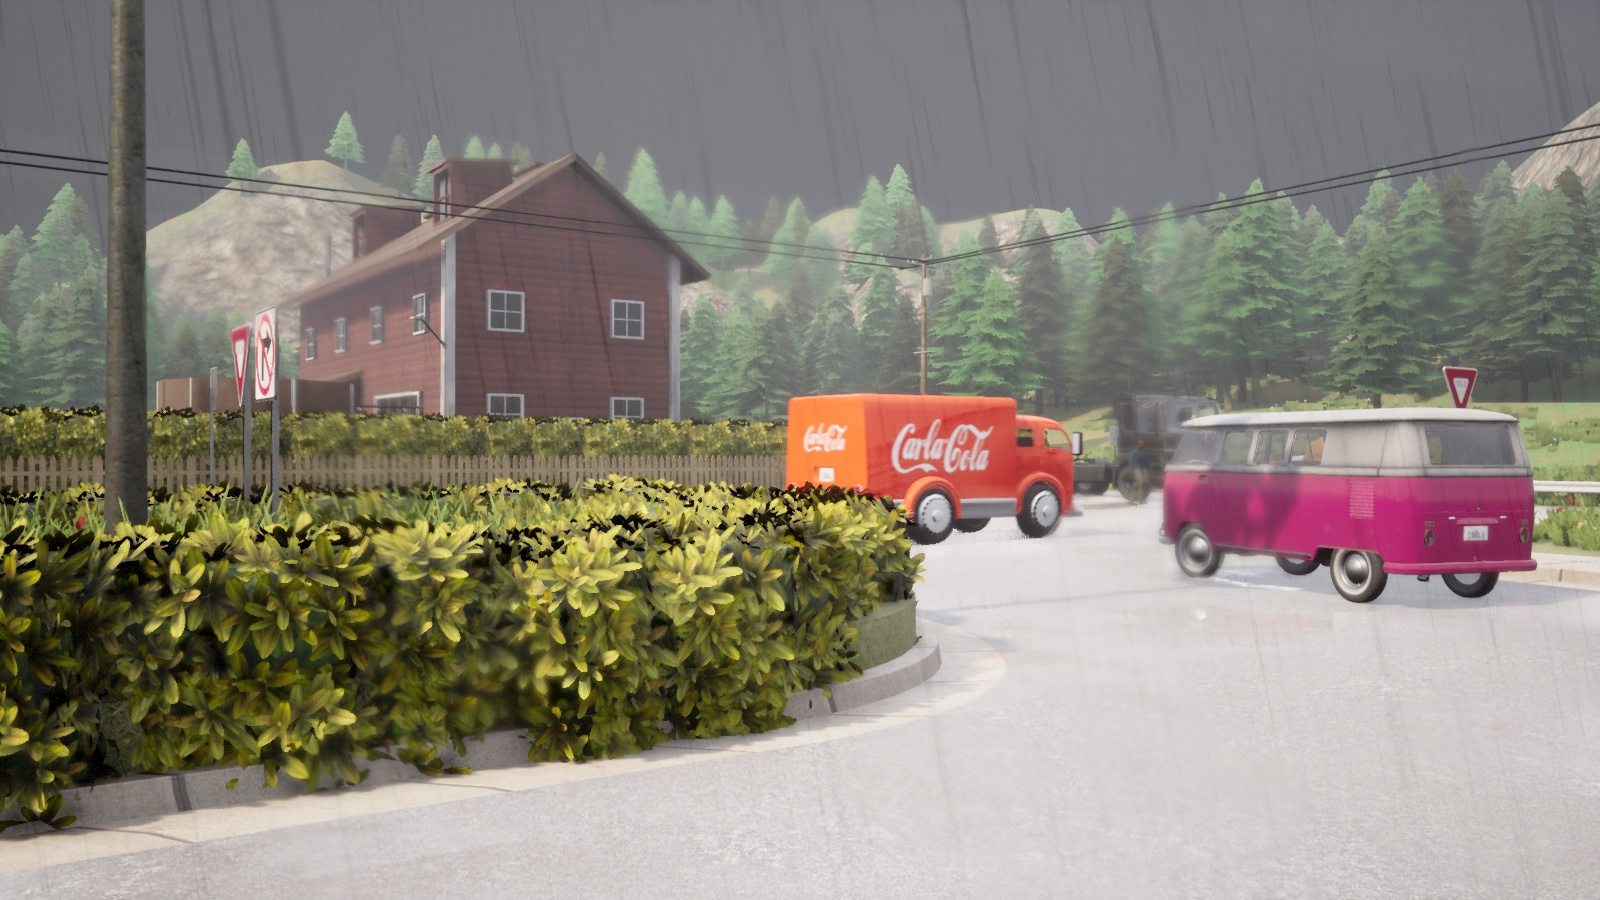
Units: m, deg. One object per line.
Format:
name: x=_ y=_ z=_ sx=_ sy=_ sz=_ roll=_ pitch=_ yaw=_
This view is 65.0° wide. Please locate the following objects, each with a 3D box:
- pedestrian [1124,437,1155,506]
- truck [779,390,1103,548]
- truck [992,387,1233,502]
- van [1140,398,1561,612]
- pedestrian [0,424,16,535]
pedestrian: x=9.202 y=0.574 z=34.045 sx=0.370 sy=1.835 sz=0.726 roll=0 pitch=0 yaw=-38
truck: x=2.531 y=0.305 z=22.100 sx=5.204 sy=2.467 sz=2.627 roll=0 pitch=0 yaw=-35
truck: x=10.250 y=-0.156 z=42.166 sx=2.891 sy=3.462 sz=7.936 roll=0 pitch=0 yaw=-34
van: x=5.870 y=0.519 z=14.076 sx=1.775 sy=1.987 sz=4.442 roll=0 pitch=0 yaw=-19
pedestrian: x=-13.216 y=0.478 z=20.335 sx=0.869 sy=1.805 sz=0.328 roll=0 pitch=0 yaw=-35
